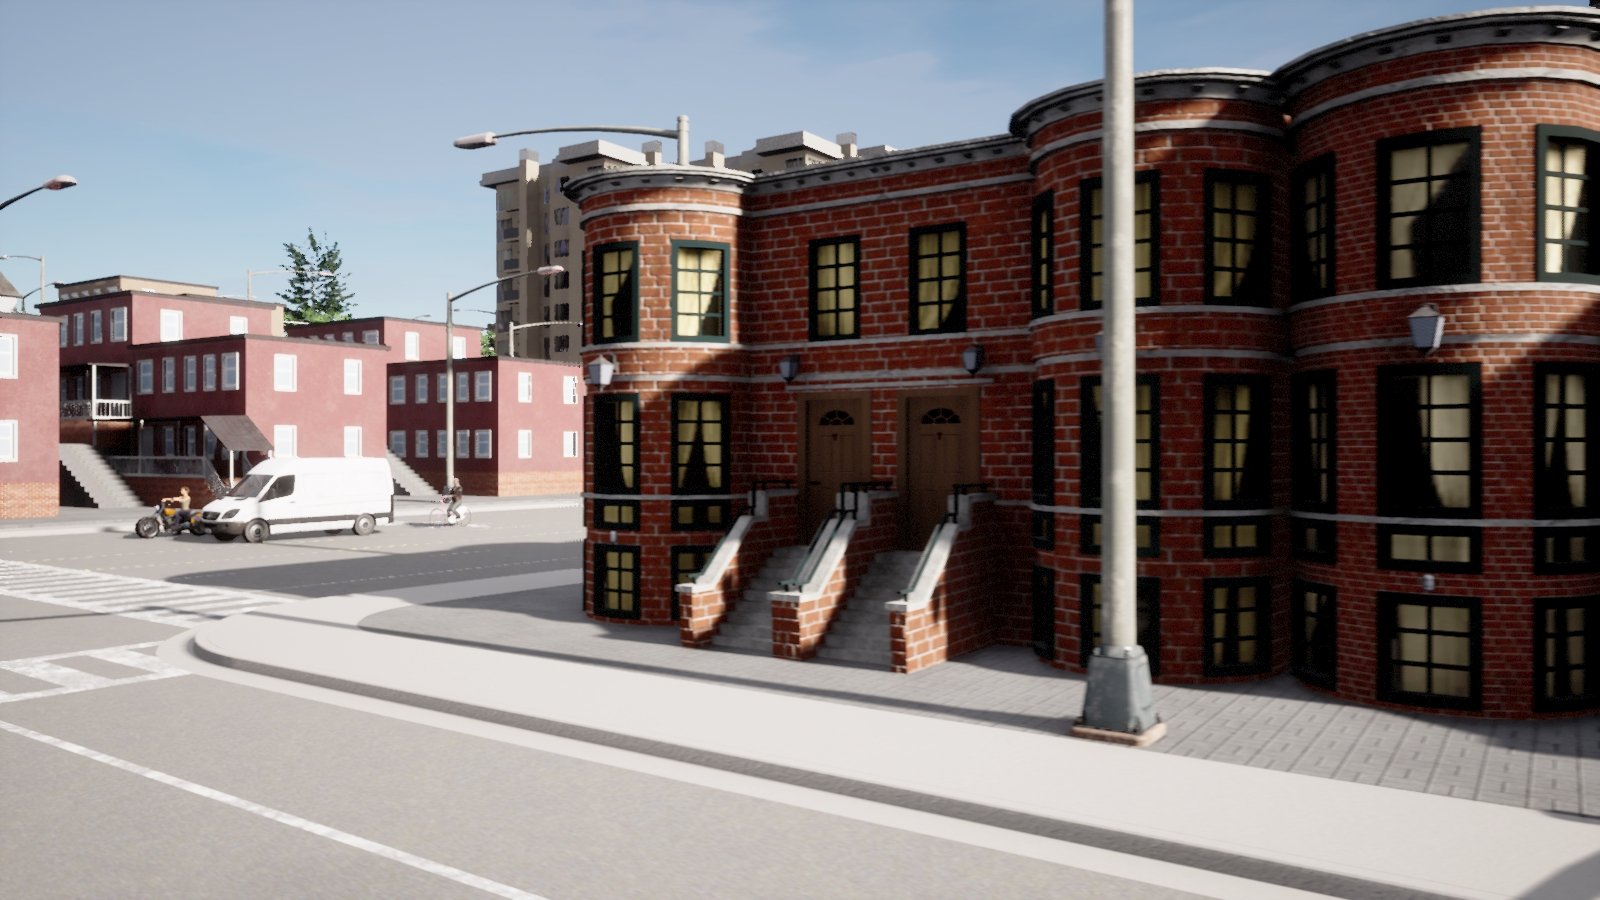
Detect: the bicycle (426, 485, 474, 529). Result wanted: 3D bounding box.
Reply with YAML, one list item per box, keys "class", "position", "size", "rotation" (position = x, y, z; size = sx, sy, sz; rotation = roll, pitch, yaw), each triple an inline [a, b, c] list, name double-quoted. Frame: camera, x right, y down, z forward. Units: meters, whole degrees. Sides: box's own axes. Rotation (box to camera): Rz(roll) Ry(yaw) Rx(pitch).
- class: "bicycle"
  position: [-12.625, 2.055, 41.312]
  size: [0.329, 1.496, 1.835]
  rotation: [-1, 0, 35]

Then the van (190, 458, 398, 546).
- class: "van"
  position: [-15.997, 1.543, 36.517]
  size: [1.988, 2.561, 5.915]
  rotation: [0, 0, 35]

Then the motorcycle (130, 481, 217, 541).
- class: "motorcycle"
  position: [-20.122, 1.916, 36.739]
  size: [0.764, 1.802, 2.356]
  rotation: [0, 0, 35]
